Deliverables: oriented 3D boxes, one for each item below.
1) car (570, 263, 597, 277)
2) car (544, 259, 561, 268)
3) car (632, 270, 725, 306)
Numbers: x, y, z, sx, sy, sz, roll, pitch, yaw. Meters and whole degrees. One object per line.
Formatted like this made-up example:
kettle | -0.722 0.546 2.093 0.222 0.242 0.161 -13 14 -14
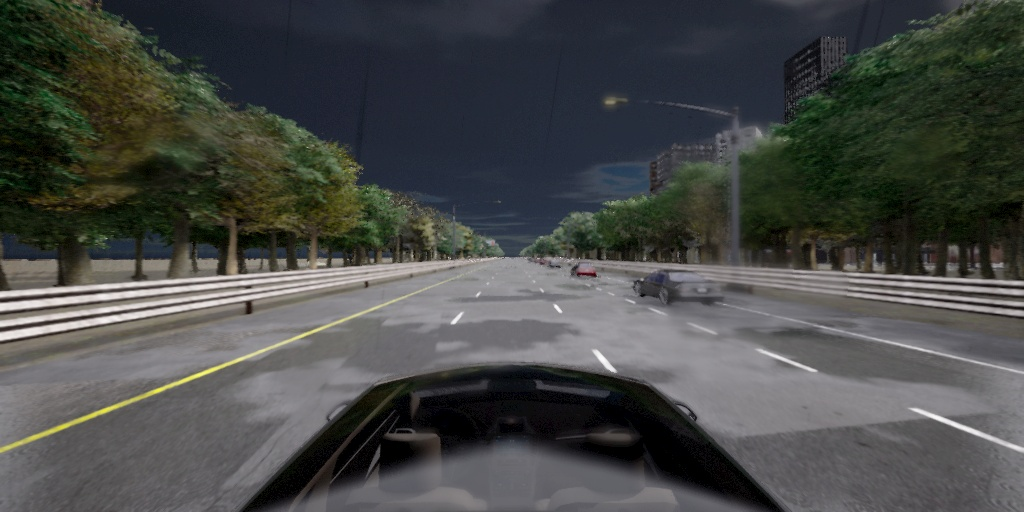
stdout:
car | 6.993 1.336 35.429 1.994 1.385 4.181 0 0 0
car | 7.036 1.348 60.515 2.033 1.411 5.357 0 0 0
car | 6.996 1.302 15.709 2.033 1.411 5.357 0 0 0
